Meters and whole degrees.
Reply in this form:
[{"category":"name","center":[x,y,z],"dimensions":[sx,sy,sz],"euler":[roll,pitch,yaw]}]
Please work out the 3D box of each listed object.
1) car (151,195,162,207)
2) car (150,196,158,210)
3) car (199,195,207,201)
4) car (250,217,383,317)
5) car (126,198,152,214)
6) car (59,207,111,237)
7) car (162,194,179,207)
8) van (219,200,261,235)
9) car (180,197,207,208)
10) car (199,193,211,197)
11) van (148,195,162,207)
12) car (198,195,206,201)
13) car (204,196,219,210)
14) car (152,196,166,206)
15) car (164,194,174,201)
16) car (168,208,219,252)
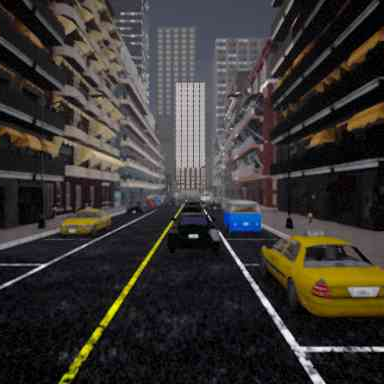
[{"category":"car","center":[-5.698,1.565,46.013],"dimensions":[1.887,1.381,4.507],"euler":[-1,0,0]},{"category":"car","center":[-5.697,1.562,40.489],"dimensions":[1.887,1.381,4.507],"euler":[0,0,0]},{"category":"car","center":[2.685,1.595,84.663],"dimensions":[1.887,1.381,4.507],"euler":[-1,0,0]},{"category":"car","center":[2.682,1.527,7.506],"dimensions":[1.752,1.417,4.829],"euler":[-1,0,0]},{"category":"car","center":[-5.697,1.580,34.965],"dimensions":[1.947,1.339,4.313],"euler":[0,0,0]},{"category":"car","center":[-5.699,1.532,18.226],"dimensions":[1.752,1.417,4.829],"euler":[0,0,0]},{"category":"car","center":[-3.075,1.527,51.741],"dimensions":[1.837,1.490,4.892],"euler":[0,0,0]},{"category":"van","center":[2.681,1.347,18.383],"dimensions":[1.690,1.788,3.998],"euler":[-1,0,0]},{"category":"car","center":[0.070,1.517,29.067],"dimensions":[1.837,1.490,4.892],"euler":[0,0,0]},{"category":"car","center":[3.002,1.263,71.450],"dimensions":[2.150,2.045,5.566],"euler":[0,0,0]},{"category":"van","center":[-5.699,1.365,51.537],"dimensions":[1.690,1.788,3.998],"euler":[-1,0,0]},{"category":"car","center":[2.685,1.607,90.186],"dimensions":[2.008,1.369,4.403],"euler":[-1,0,0]},{"category":"car","center":[2.683,1.567,40.476],"dimensions":[2.008,1.369,4.403],"euler":[-1,0,0]},{"category":"car","center":[-5.699,1.468,57.060],"dimensions":[1.967,1.590,4.097],"euler":[-1,0,0]},{"category":"car","center":[-5.699,1.366,84.677],"dimensions":[2.192,1.841,5.009],"euler":[-1,0,0]},{"category":"car","center":[0.071,1.568,14.019],"dimensions":[1.994,1.385,4.181],"euler":[0,0,0]}]
